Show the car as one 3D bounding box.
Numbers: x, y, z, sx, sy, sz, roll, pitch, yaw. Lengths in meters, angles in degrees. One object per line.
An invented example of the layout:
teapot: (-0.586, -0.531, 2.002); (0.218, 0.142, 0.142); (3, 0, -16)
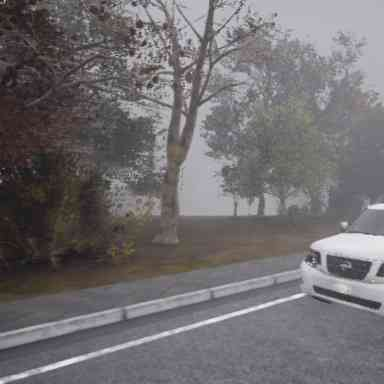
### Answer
car: (4.715, 1.224, 7.041); (5.566, 2.045, 2.150); (0, 0, -35)
